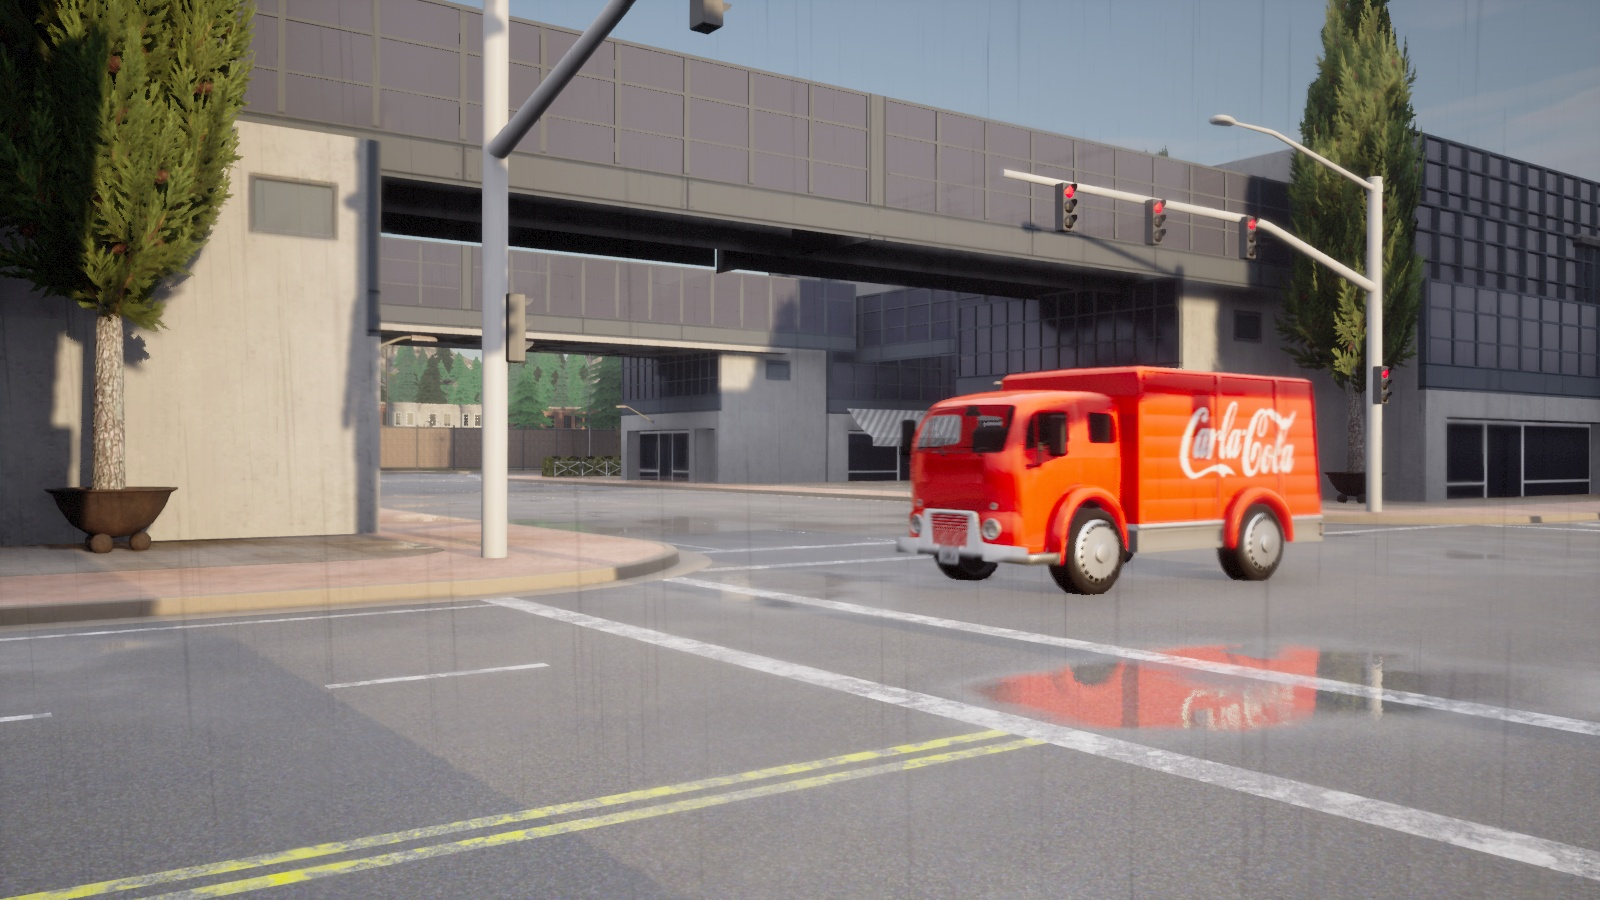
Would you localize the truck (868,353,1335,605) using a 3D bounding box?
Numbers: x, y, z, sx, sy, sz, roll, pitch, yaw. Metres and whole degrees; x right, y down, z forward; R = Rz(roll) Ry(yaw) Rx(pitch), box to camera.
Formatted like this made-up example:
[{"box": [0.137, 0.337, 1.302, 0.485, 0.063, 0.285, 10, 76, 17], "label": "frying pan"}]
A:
[{"box": [3.658, 0.287, 14.878, 5.204, 2.467, 2.627, 0, 0, -36], "label": "truck"}]
